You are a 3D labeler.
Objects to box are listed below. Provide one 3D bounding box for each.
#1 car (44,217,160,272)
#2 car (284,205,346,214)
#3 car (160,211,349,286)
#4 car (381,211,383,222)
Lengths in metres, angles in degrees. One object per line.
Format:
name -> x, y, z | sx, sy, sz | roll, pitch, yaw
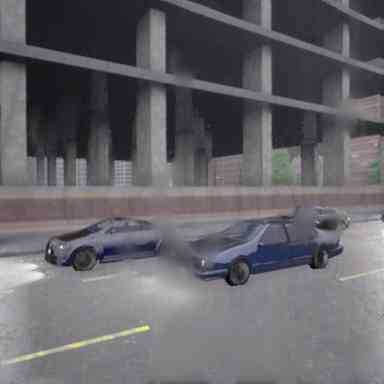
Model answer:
car -> -2.439, 1.520, 10.698 | 4.181, 1.385, 1.994 | 0, 0, -32
car -> 5.362, 1.378, 15.658 | 4.902, 1.511, 2.128 | -1, 0, -32
car -> 2.028, 1.486, 9.393 | 5.357, 1.411, 2.033 | 0, 0, -32
car -> 10.794, 1.365, 14.963 | 4.892, 1.490, 1.837 | -1, 0, -32
